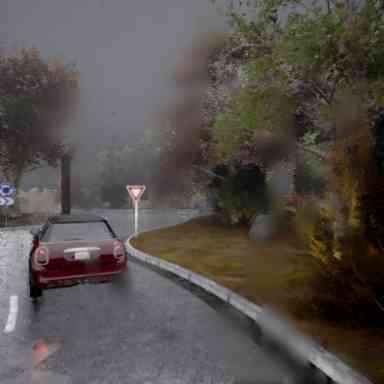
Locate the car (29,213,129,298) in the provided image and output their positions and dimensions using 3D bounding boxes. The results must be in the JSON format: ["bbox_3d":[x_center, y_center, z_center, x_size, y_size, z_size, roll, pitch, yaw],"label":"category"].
[{"bbox_3d":[-3.179,1.370,9.005,2.097,1.767,4.553,0,0,-24],"label":"car"}]
